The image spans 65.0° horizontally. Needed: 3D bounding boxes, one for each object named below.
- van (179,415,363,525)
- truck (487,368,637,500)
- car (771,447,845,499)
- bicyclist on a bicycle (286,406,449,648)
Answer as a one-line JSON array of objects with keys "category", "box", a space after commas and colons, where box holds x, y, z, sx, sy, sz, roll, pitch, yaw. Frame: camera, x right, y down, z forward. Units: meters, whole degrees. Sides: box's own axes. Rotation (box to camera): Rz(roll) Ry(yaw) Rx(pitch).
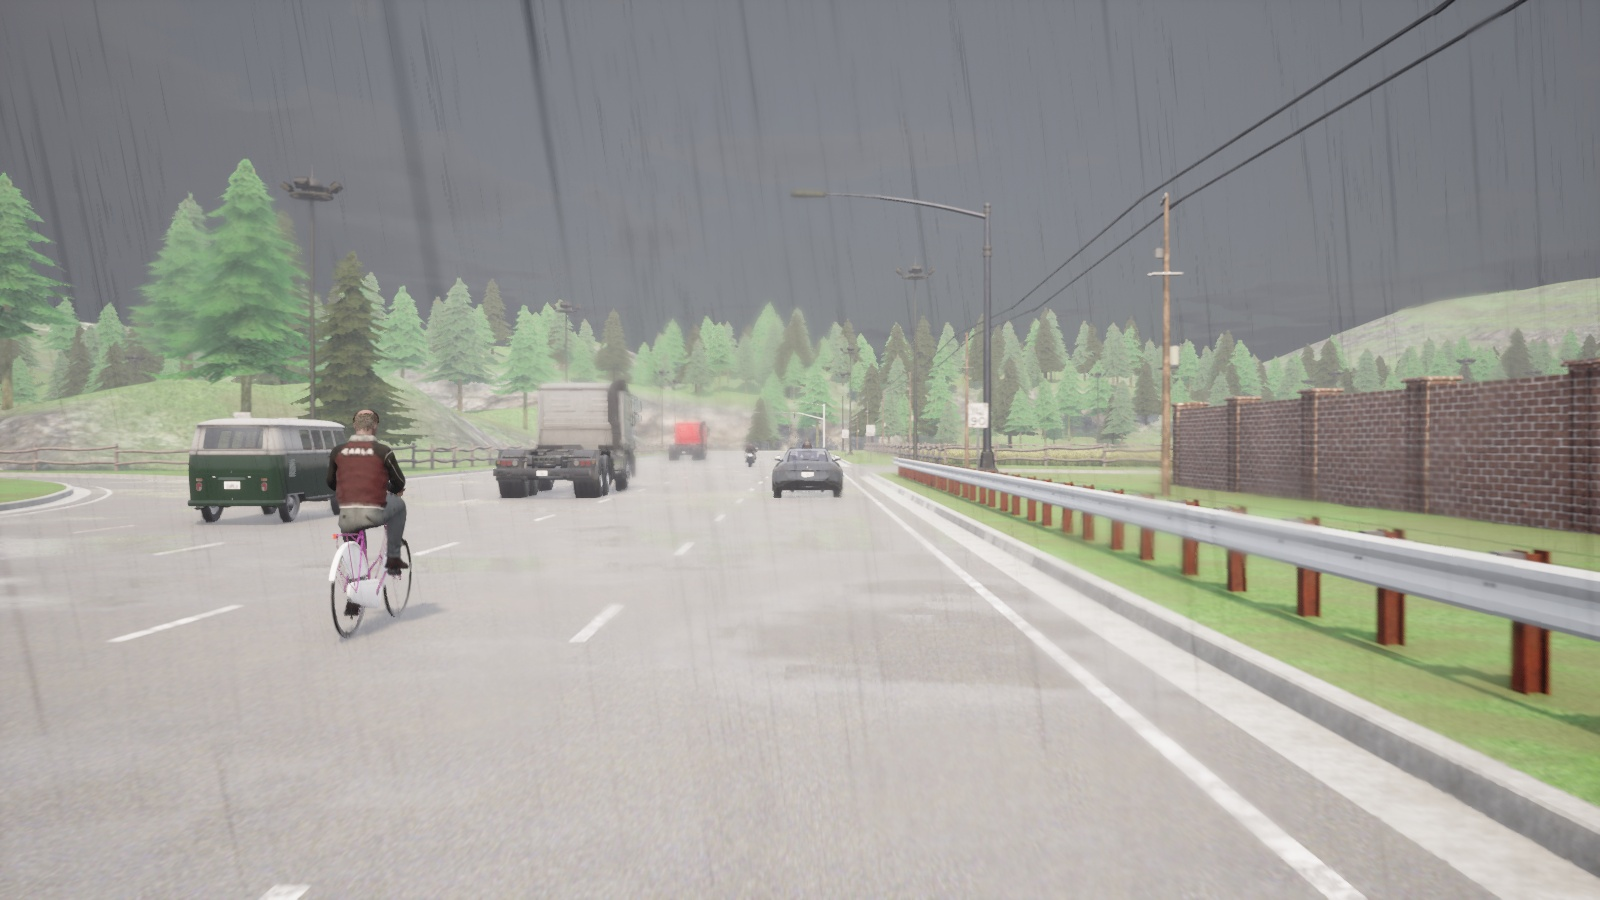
[{"category": "van", "box": [-10.344, 0.350, 24.946, 1.775, 1.987, 4.442, 0, 0, 0]}, {"category": "truck", "box": [-6.775, -0.450, 37.046, 2.891, 3.462, 7.936, 0, 0, 0]}, {"category": "car", "box": [0.218, 0.609, 35.851, 1.994, 1.385, 4.181, 0, 0, 0]}, {"category": "bicyclist on a bicycle", "box": [-3.428, 0.557, 10.126, 0.659, 1.776, 1.843, 0, 1, 0]}]
